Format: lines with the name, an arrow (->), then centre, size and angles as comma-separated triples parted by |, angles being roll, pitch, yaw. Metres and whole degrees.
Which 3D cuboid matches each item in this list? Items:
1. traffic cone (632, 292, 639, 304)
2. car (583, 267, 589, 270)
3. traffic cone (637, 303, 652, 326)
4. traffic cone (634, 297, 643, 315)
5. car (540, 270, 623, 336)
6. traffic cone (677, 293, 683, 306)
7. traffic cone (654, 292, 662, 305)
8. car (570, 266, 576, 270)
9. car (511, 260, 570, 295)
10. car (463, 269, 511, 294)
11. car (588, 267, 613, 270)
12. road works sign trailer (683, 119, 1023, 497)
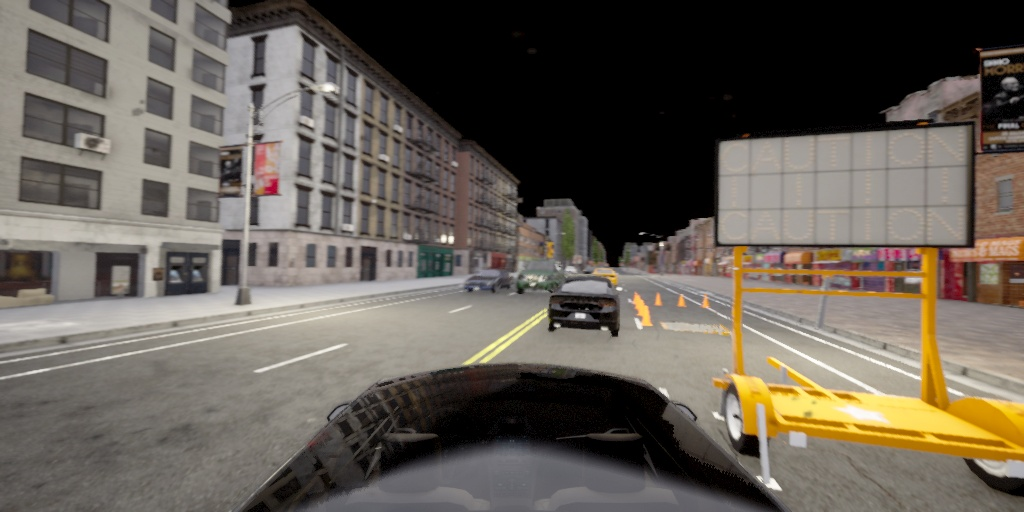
traffic cone -> 5.353, 1.949, 15.200 | 0.340, 0.580, 0.340 | 0, 0, 16
car -> 13.156, 2.555, 60.835 | 1.837, 1.490, 4.892 | 1, -1, 17
traffic cone -> 4.244, 1.879, 11.358 | 0.340, 0.580, 0.340 | 0, 0, 16
traffic cone -> 4.798, 1.913, 13.279 | 0.340, 0.580, 0.340 | 0, 0, 16
car -> 2.371, 1.362, 11.210 | 1.882, 1.535, 5.008 | 1, -1, 16
traffic cone -> 7.828, 2.018, 16.567 | 0.340, 0.580, 0.340 | 0, 0, 16
traffic cone -> 6.867, 2.002, 16.844 | 0.340, 0.580, 0.340 | 0, 0, 16
car -> 10.035, 2.525, 61.726 | 1.812, 1.442, 4.674 | 1, -1, 17
car -> 1.907, 1.242, 22.062 | 2.150, 2.045, 5.566 | 1, -1, 17
car -> -1.261, 1.513, 22.784 | 2.033, 1.411, 5.357 | 1, -1, 16
car -> 7.427, 1.732, 28.736 | 1.882, 1.535, 5.008 | 1, -1, 16
road works sign trailer -> 3.630, 0.304, 4.250 | 2.380, 3.560, 2.880 | 0, 0, 16
